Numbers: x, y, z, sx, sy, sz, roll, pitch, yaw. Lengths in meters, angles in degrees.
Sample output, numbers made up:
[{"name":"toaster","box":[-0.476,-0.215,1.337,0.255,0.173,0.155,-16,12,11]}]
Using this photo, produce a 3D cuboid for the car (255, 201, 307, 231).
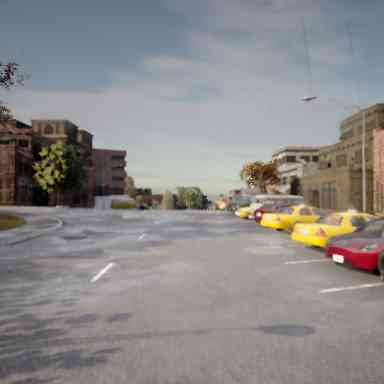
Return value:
[{"name":"car","box":[6.597,1.476,19.076,5.366,1.575,1.946,1,0,-20]}]

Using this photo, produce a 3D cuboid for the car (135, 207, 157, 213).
[{"name":"car","box":[-12.257,4.861,88.949,5.366,1.575,1.946,1,-5,-21]}]

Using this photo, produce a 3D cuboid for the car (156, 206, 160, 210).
[{"name":"car","box":[-11.856,4.604,86.102,5.366,1.575,1.946,1,-5,-21]}]

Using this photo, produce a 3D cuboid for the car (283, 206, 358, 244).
[{"name":"car","box":[6.594,1.475,13.215,5.366,1.575,1.946,1,0,-20]}]

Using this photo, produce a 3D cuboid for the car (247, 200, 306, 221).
[{"name":"car","box":[6.447,1.508,21.959,4.792,1.488,2.163,1,0,-20]}]

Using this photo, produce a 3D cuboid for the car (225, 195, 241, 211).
[{"name":"car","box":[6.381,1.231,30.743,5.566,2.045,2.435,1,0,-20]}]

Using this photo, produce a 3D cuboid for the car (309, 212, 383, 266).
[{"name":"car","box":[6.386,1.505,10.210,4.792,1.488,2.163,1,0,-20]}]

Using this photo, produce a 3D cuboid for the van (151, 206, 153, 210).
[{"name":"van","box":[-11.718,3.393,74.172,4.442,1.987,1.878,1,-5,-21]}]

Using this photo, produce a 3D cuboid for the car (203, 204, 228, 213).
[{"name":"car","box":[5.867,4.083,83.445,5.566,2.045,2.435,3,-6,-21]}]

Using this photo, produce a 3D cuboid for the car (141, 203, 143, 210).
[{"name":"car","box":[-11.653,2.396,59.182,4.553,1.767,2.185,1,-4,-21]}]

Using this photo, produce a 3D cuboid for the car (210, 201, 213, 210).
[{"name":"car","box":[6.189,2.586,59.998,4.674,1.452,2.002,2,-4,-21]}]

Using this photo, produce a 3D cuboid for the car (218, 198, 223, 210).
[{"name":"car","box":[6.352,1.670,42.464,4.892,1.521,2.231,2,-2,-20]}]

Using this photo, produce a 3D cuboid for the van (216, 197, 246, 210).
[{"name":"van","box":[6.361,1.954,54.213,4.442,1.987,1.878,2,-4,-21]}]

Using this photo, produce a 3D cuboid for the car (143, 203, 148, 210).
[{"name":"car","box":[-11.638,2.480,62.205,5.566,2.045,2.435,1,-5,-21]}]

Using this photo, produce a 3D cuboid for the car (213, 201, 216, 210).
[{"name":"car","box":[6.284,2.018,51.233,5.008,1.535,2.097,2,-3,-20]}]

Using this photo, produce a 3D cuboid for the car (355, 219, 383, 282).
[{"name":"car","box":[6.410,1.478,7.283,4.892,1.521,2.231,1,0,-20]}]

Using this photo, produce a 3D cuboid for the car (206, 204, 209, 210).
[{"name":"car","box":[6.078,3.171,68.787,5.008,1.535,2.097,2,-4,-21]}]

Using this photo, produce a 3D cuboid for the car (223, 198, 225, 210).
[{"name":"car","box":[6.370,1.536,36.620,4.892,1.521,2.231,1,-2,-20]}]

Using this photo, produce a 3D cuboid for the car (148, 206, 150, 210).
[{"name":"car","box":[-11.729,3.200,68.136,4.674,1.452,2.002,1,-4,-21]}]

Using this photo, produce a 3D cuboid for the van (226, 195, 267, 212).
[{"name":"van","box":[6.474,1.369,39.588,4.442,1.987,1.878,1,-2,-20]}]

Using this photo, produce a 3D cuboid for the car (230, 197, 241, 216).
[{"name":"car","box":[6.238,1.474,27.751,5.366,1.575,1.946,1,0,-20]}]

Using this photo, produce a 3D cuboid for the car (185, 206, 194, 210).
[{"name":"car","box":[-0.590,4.425,83.935,2.128,1.511,4.902,0,-5,-1]}]

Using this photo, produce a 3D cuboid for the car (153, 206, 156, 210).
[{"name":"car","box":[-11.698,3.855,77.162,5.366,1.575,1.946,1,-5,-21]}]

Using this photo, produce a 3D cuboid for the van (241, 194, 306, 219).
[{"name":"van","box":[6.312,1.251,24.836,4.442,1.987,1.878,1,0,-20]}]

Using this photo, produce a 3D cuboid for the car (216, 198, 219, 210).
[{"name":"car","box":[6.497,1.766,45.457,5.366,1.575,1.946,2,-2,-20]}]

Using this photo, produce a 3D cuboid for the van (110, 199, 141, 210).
[{"name":"van","box":[-11.478,2.101,56.255,4.442,1.987,1.878,1,-4,-21]}]
